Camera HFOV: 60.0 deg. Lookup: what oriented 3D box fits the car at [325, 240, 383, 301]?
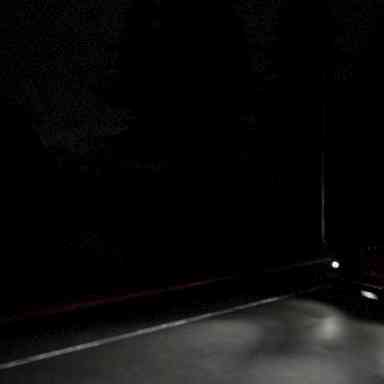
[{"bbox_3d":[5.045,1.532,7.158,4.718,1.301,1.895,0,1,-32],"label":"car"}]
